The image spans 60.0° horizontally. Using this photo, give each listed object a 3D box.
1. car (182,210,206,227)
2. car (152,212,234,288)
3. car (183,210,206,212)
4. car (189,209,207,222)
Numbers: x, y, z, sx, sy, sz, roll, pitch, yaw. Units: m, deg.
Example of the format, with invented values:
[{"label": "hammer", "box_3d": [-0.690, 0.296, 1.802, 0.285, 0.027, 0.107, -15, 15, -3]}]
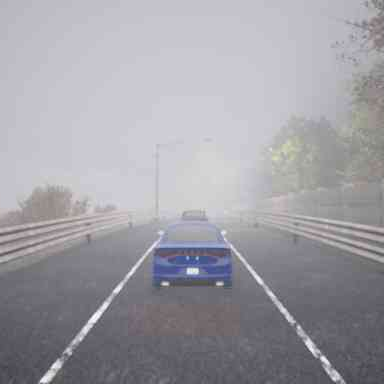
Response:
[{"label": "car", "box_3d": [0.257, 2.391, 31.132, 2.033, 1.411, 5.357, 0, -3, 1]}, {"label": "car", "box_3d": [0.013, 1.546, 9.439, 1.882, 1.535, 5.008, 0, -1, 0]}, {"label": "car", "box_3d": [0.141, 1.793, 18.983, 2.128, 1.511, 4.902, 0, -2, 0]}, {"label": "car", "box_3d": [0.879, 3.081, 44.104, 2.128, 1.511, 4.902, 0, -3, 3]}]
